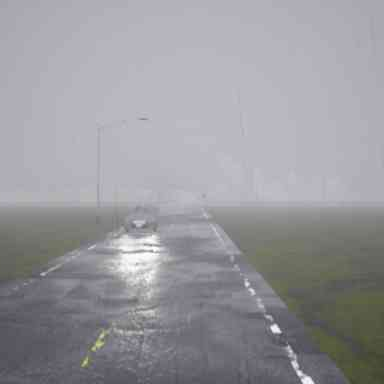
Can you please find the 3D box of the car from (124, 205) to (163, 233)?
[{"bbox_3d":[-2.855,1.553,20.421,2.128,1.511,4.902,0,0,0],"label":"car"}]
